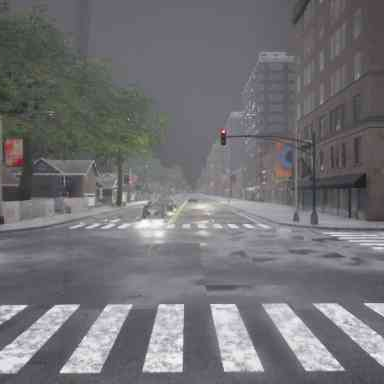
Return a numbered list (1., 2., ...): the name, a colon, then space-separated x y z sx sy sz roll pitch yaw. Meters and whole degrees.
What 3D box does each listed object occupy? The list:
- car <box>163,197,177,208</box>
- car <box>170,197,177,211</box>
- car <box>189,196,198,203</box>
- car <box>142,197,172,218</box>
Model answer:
1. car: -3.247 1.568 49.818 1.812 1.442 4.674 0 0 0
2. car: -3.271 1.382 39.861 2.097 1.767 4.553 0 0 0
3. car: 0.221 1.565 70.254 2.128 1.511 4.902 0 0 0
4. car: -3.292 1.512 30.126 2.128 1.511 4.902 0 0 0
